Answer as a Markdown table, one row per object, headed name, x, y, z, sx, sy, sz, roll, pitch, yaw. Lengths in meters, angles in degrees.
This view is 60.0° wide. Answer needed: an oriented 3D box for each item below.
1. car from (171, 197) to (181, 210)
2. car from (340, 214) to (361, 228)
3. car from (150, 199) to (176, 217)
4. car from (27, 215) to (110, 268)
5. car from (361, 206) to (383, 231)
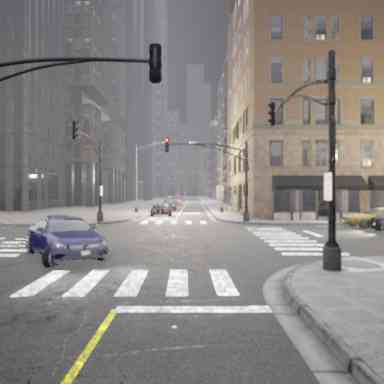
| name | x | y | z | sx | sy | sz | roll | pitch | yaw |
| --- | --- | --- | --- | --- | --- | --- | --- | --- | --- |
| car | -2.941 | 1.666 | 43.103 | 2.128 | 1.511 | 4.902 | 0 | 0 | 0 |
| car | 12.188 | 1.600 | 21.560 | 4.829 | 1.417 | 1.752 | 0 | 0 | -1 |
| car | -2.982 | 1.697 | 33.248 | 1.994 | 1.385 | 4.181 | 0 | 0 | 0 |
| car | -4.533 | 1.575 | 11.796 | 1.812 | 1.442 | 4.674 | 1 | -1 | -36 |
| car | 12.282 | 1.627 | 18.803 | 4.181 | 1.385 | 1.994 | 0 | 0 | 0 |
